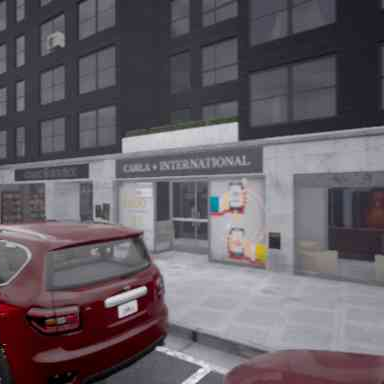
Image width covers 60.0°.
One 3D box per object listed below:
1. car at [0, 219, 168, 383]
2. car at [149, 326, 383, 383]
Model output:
[{"bbox_3d":[-2.631,1.349,4.951,5.009,1.841,2.192,0,0,35],"label":"car"},{"bbox_3d":[1.982,1.575,1.666,4.206,1.307,1.802,0,0,35],"label":"car"}]
